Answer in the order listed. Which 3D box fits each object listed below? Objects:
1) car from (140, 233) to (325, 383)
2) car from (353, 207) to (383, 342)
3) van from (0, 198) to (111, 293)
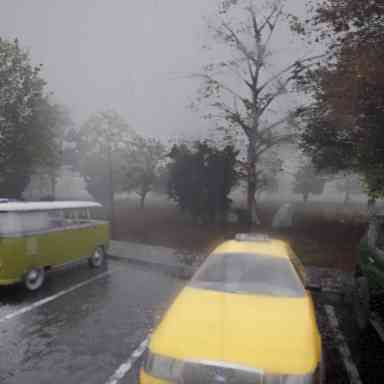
[{"bbox_3d":[0.913,1.475,5.222,1.946,1.575,5.366,1,-1,15],"label":"car"},{"bbox_3d":[3.355,1.235,3.655,2.435,2.045,5.566,1,-1,16],"label":"car"},{"bbox_3d":[-3.849,1.241,8.952,1.878,1.987,4.442,0,-1,16],"label":"van"}]
